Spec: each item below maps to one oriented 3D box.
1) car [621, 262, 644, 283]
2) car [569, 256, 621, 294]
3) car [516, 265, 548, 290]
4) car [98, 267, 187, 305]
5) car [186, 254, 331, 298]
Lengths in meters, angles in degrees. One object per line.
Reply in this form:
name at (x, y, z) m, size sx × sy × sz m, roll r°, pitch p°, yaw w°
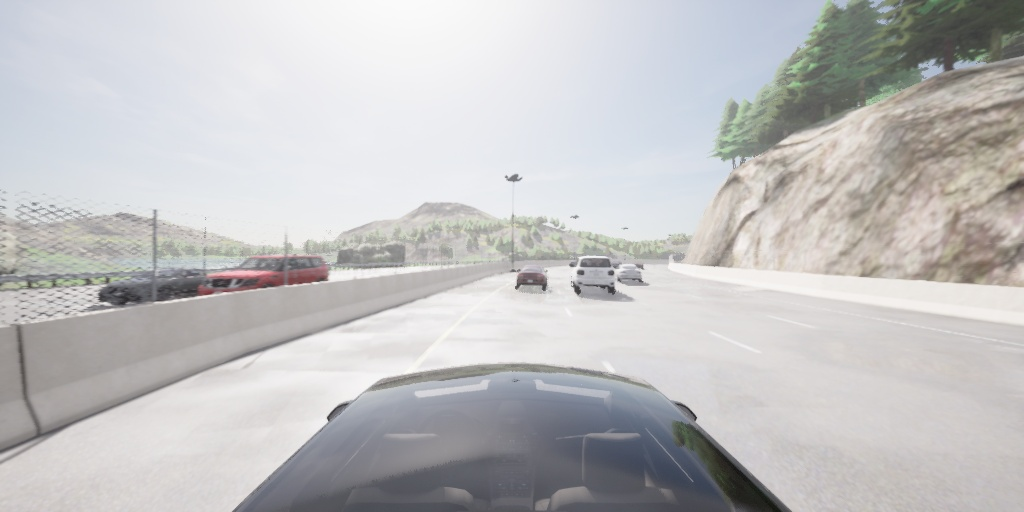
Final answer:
car at (9.407, 1.393, 29.379) m, size 1.812 × 1.442 × 4.674 m, roll 1°, pitch 0°, yaw 9°
car at (4.615, 1.028, 20.983) m, size 2.150 × 2.045 × 5.566 m, roll 1°, pitch 0°, yaw 6°
car at (1.319, 1.290, 22.918) m, size 1.812 × 1.442 × 4.674 m, roll 1°, pitch 0°, yaw 7°
car at (-13.642, 1.139, 14.527) m, size 1.994 × 1.385 × 4.181 m, roll 1°, pitch 0°, yaw 4°
car at (-10.083, 0.947, 15.307) m, size 2.150 × 2.045 × 5.566 m, roll 1°, pitch 0°, yaw 4°
